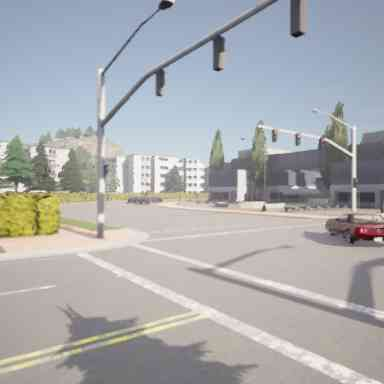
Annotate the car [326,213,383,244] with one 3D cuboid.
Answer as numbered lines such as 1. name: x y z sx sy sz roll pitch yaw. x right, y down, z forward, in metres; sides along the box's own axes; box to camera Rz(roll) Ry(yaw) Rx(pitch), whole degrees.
1. car: 7.840 1.630 15.704 1.895 1.301 4.718 0 0 7

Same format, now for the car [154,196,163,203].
1. car: -7.588 1.620 70.560 1.994 1.385 4.181 0 0 17

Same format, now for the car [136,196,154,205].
1. car: -8.514 1.559 60.568 1.837 1.490 4.892 0 0 -1

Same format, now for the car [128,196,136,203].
1. car: -11.678 1.583 68.253 1.812 1.442 4.674 0 0 10
